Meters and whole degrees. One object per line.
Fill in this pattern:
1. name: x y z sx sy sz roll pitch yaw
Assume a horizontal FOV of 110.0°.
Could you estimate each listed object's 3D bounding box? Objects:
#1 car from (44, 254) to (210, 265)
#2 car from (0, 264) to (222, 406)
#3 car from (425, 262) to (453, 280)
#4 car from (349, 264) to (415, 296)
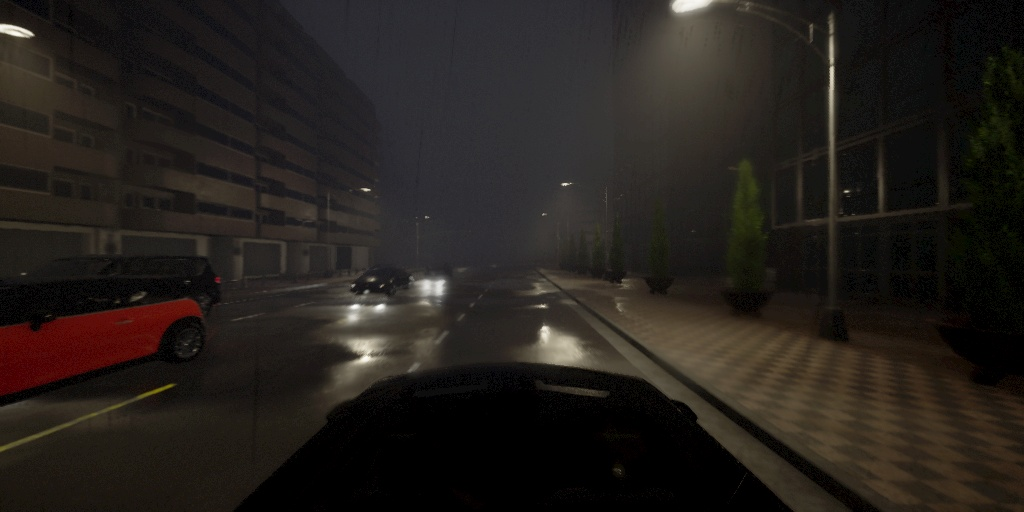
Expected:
1. car: -10.546 0.972 9.348 2.150 2.045 5.566 0 0 1
2. car: -7.072 1.098 5.085 2.097 1.767 4.553 0 0 0
3. car: -6.617 1.315 32.980 2.128 1.511 4.902 0 0 1
4. car: -6.895 1.334 19.731 2.033 1.411 5.357 0 0 1
